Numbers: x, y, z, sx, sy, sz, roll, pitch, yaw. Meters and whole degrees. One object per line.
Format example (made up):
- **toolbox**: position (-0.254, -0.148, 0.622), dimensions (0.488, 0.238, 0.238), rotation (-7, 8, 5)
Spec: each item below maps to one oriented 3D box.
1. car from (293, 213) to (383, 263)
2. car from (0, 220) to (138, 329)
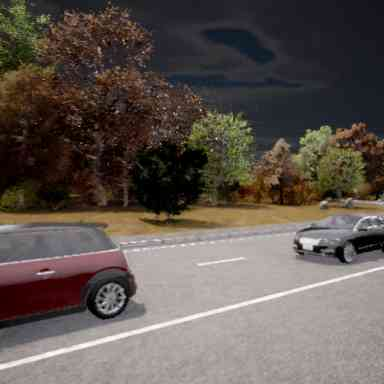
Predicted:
- **car**: position (5.806, 1.574, 12.382), dimensions (4.902, 1.511, 2.128), rotation (1, 0, -36)
- **car**: position (-3.343, 1.355, 5.817), dimensions (4.553, 1.767, 2.097), rotation (0, 0, -35)
